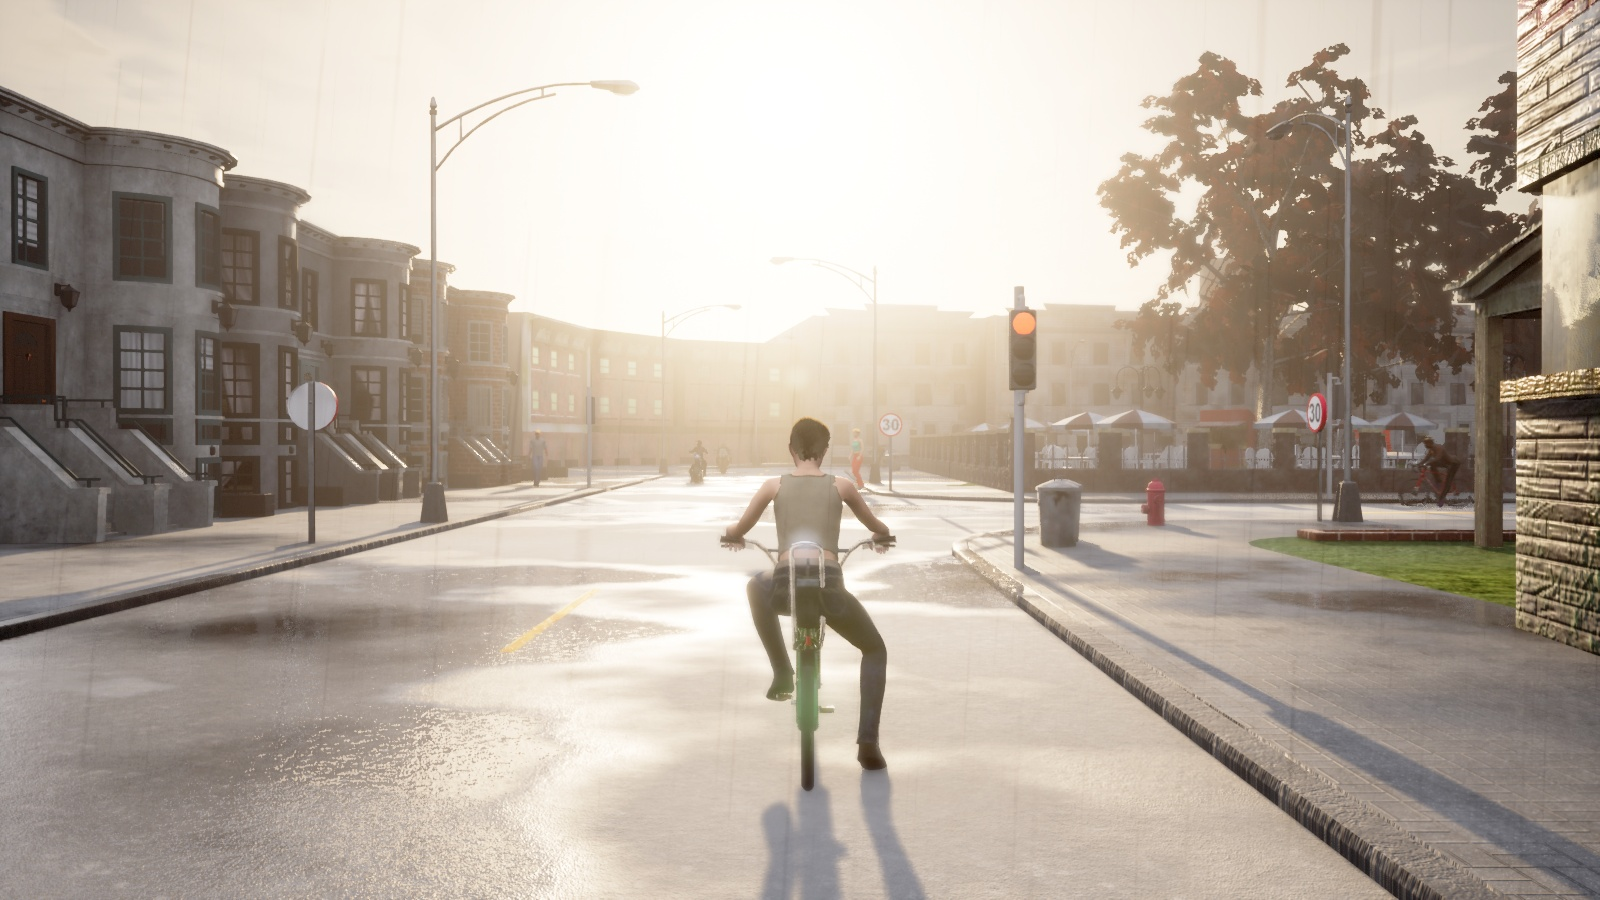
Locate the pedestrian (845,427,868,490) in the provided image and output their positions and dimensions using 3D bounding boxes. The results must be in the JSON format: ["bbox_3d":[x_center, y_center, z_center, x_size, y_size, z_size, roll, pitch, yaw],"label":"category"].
[{"bbox_3d":[1.685,0.252,37.244,0.594,1.836,0.345,0,0,-28],"label":"pedestrian"}]

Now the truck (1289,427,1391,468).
[{"bbox_3d":[33.453,-0.153,77.871,5.204,2.467,2.627,0,0,0],"label":"truck"}]

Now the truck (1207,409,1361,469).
[{"bbox_3d":[28.369,-0.630,73.882,7.936,3.462,2.891,0,0,0],"label":"truck"}]

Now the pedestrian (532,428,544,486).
[{"bbox_3d":[-8.352,0.223,40.026,0.354,1.836,0.706,0,0,-13],"label":"pedestrian"}]

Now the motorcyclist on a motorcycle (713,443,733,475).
[{"bbox_3d":[-3.756,0.432,61.398,0.866,1.530,2.191,0,0,0],"label":"motorcyclist on a motorcycle"}]

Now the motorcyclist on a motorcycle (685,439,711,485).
[{"bbox_3d":[-3.778,0.429,46.842,0.766,1.649,2.350,0,0,0],"label":"motorcyclist on a motorcycle"}]

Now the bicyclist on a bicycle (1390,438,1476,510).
[{"bbox_3d":[14.458,0.549,28.699,1.656,1.620,0.582,0,0,0],"label":"bicyclist on a bicycle"}]

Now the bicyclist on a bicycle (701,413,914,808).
[{"bbox_3d":[0.037,0.650,5.875,0.866,1.612,1.509,0,0,0],"label":"bicyclist on a bicycle"}]
